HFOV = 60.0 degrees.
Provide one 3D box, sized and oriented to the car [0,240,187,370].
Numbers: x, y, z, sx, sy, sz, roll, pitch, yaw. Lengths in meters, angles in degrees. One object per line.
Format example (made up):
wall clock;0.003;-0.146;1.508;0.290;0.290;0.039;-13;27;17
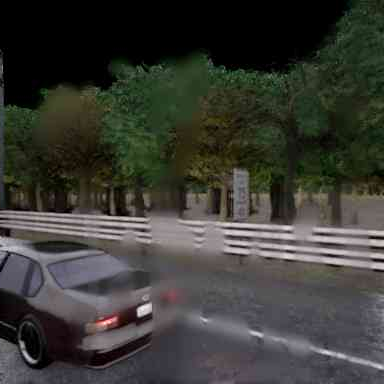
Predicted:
car;-2.643;1.587;5.771;5.357;1.411;2.033;-1;0;36
